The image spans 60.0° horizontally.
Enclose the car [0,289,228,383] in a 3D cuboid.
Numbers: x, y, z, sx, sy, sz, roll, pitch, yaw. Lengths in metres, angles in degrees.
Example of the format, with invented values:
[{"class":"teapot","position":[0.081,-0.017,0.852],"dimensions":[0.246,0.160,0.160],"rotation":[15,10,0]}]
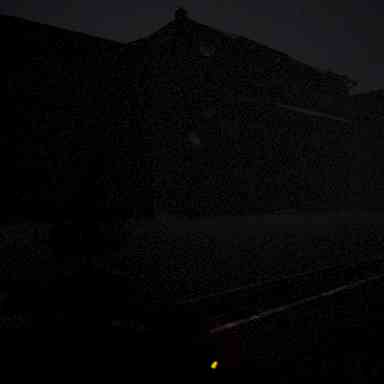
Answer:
[{"class":"car","position":[-1.832,1.525,2.137],"dimensions":[4.674,1.442,1.812],"rotation":[0,0,-36]}]
